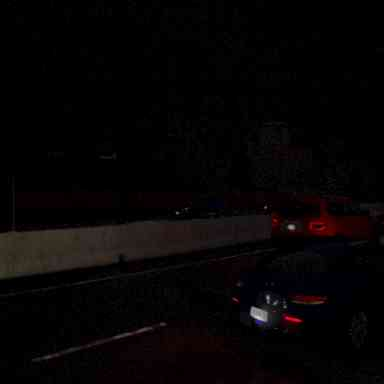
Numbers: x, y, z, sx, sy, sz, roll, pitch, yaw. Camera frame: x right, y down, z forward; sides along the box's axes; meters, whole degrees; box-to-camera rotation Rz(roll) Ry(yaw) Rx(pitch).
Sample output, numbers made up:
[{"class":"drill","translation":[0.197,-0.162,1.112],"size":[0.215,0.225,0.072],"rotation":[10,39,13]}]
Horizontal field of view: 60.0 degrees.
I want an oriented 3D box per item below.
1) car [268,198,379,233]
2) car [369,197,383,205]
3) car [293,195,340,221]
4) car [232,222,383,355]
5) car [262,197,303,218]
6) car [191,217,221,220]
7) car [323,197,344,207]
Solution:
[{"class":"car","translation":[5.283,1.250,12.851],"size":[5.566,2.045,2.150],"rotation":[0,0,-42]},{"class":"car","translation":[35.735,1.658,64.249],"size":[1.994,1.385,4.181],"rotation":[0,0,40]},{"class":"car","translation":[11.090,1.287,29.419],"size":[2.150,2.045,5.566],"rotation":[0,0,40]},{"class":"car","translation":[2.741,1.539,6.090],"size":[4.674,1.442,1.812],"rotation":[0,0,-38]},{"class":"car","translation":[8.789,1.430,32.117],"size":[2.097,1.767,4.553],"rotation":[0,0,40]},{"class":"car","translation":[0.730,1.312,28.195],"size":[2.150,2.045,5.566],"rotation":[0,0,43]},{"class":"car","translation":[23.467,1.588,55.061],"size":[1.882,1.535,5.008],"rotation":[0,0,40]}]
